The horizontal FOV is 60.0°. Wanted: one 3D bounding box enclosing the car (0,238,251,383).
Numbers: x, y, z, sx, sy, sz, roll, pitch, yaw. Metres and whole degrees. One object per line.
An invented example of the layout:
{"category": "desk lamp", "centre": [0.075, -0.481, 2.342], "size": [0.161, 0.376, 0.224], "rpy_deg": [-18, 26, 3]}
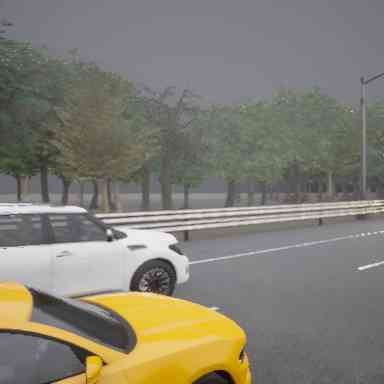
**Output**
{"category": "car", "centre": [-1.732, 1.478, 2.512], "size": [5.008, 1.535, 1.882], "rpy_deg": [-1, 0, -36]}

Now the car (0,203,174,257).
{"category": "car", "centre": [-2.731, 1.212, 6.114], "size": [5.566, 2.045, 2.150], "rpy_deg": [-1, 0, -36]}
